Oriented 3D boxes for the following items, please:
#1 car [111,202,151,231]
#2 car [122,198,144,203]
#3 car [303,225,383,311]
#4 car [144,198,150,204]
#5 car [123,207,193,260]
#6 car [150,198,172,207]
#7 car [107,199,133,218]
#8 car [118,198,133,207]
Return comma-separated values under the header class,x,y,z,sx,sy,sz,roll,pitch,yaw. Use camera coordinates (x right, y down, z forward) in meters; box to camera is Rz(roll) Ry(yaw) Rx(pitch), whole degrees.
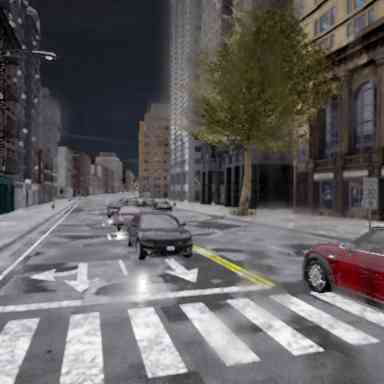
class,x,y,z,sx,sy,sz,roll,pitch,yaw
car,-4.166,1.654,22.129,1.812,1.442,4.674,0,0,-17
car,-8.795,1.712,48.947,2.128,1.511,4.902,0,0,-17
car,4.231,1.418,6.537,2.097,1.767,4.553,0,0,-17
car,-6.932,1.737,53.611,2.128,1.511,4.902,0,0,-17
car,-1.410,1.563,13.149,1.882,1.535,5.008,0,0,-17
car,-3.941,1.796,44.060,1.994,1.385,4.181,0,0,-17
car,-7.270,1.713,32.269,2.033,1.411,5.357,0,0,-16
car,-11.718,1.780,58.456,2.033,1.411,5.357,0,0,-17
